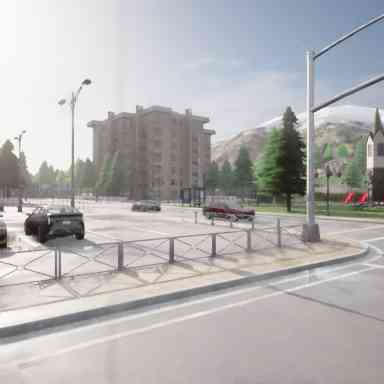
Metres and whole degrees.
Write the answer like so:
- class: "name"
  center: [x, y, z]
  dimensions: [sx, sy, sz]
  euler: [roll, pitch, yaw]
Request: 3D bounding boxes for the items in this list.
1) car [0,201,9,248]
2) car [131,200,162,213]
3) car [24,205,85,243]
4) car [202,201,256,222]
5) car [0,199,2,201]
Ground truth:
- class: "car"
  center: [-8.883, 1.331, 13.426]
  dimensions: [2.152, 1.636, 5.027]
  euler: [0, 0, -36]
- class: "car"
  center: [-5.167, 1.562, 37.475]
  dimensions: [1.994, 1.385, 4.181]
  euler: [0, 0, -36]
- class: "car"
  center: [-6.370, 1.340, 15.305]
  dimensions: [2.007, 1.523, 4.514]
  euler: [0, 0, -36]
- class: "car"
  center: [2.877, 1.478, 26.532]
  dimensions: [1.882, 1.535, 5.008]
  euler: [0, 0, -36]
- class: "car"
  center: [-21.613, 1.374, 36.410]
  dimensions: [1.845, 1.501, 3.633]
  euler: [0, 0, -36]
